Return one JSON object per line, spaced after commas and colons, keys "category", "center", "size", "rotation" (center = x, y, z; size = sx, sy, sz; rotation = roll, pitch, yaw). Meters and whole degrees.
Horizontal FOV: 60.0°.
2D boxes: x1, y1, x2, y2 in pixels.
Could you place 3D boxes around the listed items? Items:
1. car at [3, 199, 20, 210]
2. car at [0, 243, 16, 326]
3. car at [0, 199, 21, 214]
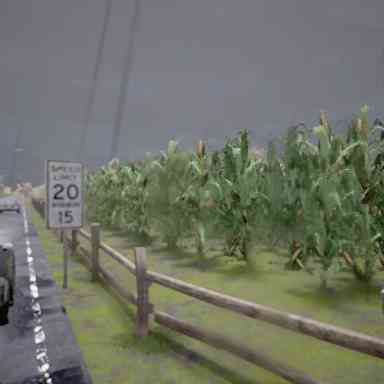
{"category": "car", "center": [-23.508, 1.558, 43.457], "size": [1.895, 1.301, 4.718], "rotation": [0, 0, -27]}
{"category": "car", "center": [-4.594, 1.556, 6.503], "size": [1.994, 1.385, 4.181], "rotation": [0, 0, -27]}
{"category": "car", "center": [-18.944, 1.511, 34.664], "size": [2.033, 1.411, 5.357], "rotation": [0, 0, -27]}
